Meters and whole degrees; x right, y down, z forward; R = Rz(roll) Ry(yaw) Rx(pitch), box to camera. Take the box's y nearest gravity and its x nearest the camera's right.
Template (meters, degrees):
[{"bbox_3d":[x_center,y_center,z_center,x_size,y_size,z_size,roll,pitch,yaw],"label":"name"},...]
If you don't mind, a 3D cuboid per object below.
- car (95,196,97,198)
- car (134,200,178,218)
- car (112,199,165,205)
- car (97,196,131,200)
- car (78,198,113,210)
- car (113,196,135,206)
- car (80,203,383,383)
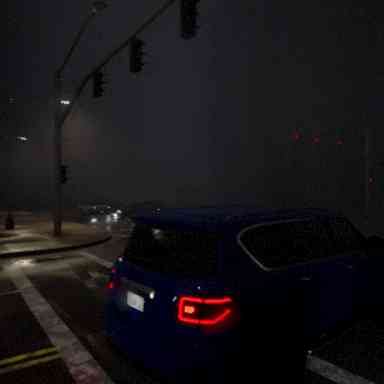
[{"bbox_3d":[-14.307,1.357,51.956,2.097,1.767,4.553,0,0,-39],"label":"car"},{"bbox_3d":[-3.442,1.510,31.071,1.837,1.490,4.892,0,0,-36],"label":"car"},{"bbox_3d":[-4.380,1.551,26.502,2.033,1.411,5.357,0,0,-31],"label":"car"},{"bbox_3d":[-9.010,1.482,38.734,1.882,1.535,5.008,0,0,-36],"label":"car"},{"bbox_3d":[-10.062,1.604,34.224,1.895,1.301,4.718,0,0,-36],"label":"car"},{"bbox_3d":[-11.109,1.484,54.314,1.882,1.535,5.008,0,0,-32],"label":"car"},{"bbox_3d":[1.410,1.225,5.264,5.566,2.045,2.150,0,0,-42],"label":"car"}]
